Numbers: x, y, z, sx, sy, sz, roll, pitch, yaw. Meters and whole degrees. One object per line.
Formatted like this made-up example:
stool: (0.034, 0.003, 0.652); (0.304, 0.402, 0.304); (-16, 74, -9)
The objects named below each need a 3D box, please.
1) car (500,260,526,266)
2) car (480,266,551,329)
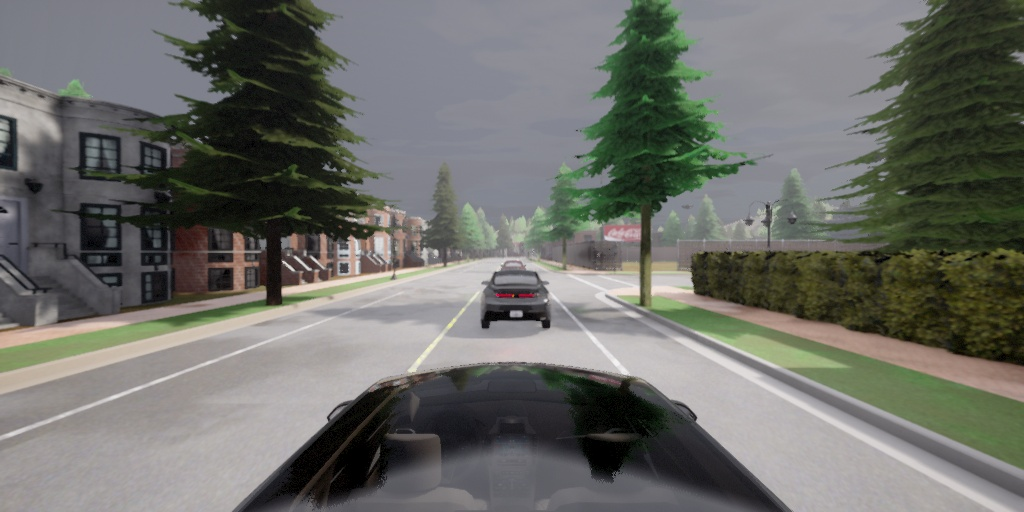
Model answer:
car: (0.100, 1.047, 26.844); (1.812, 1.442, 4.674); (0, 1, 0)
car: (0.101, 1.164, 10.919); (1.837, 1.490, 4.892); (0, -1, 0)
